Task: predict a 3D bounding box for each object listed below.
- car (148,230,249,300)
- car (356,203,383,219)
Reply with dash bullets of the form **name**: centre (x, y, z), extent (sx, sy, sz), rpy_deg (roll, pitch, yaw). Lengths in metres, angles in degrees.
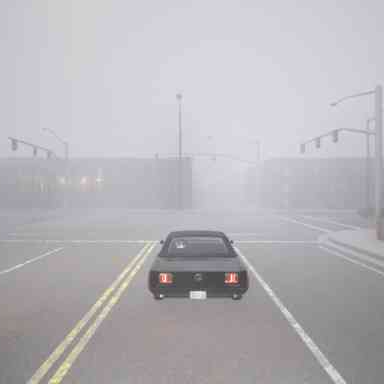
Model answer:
- **car**: centre (0.122, 1.601, 8.321), extent (1.895, 1.301, 4.718), rpy_deg (0, 0, 0)
- **car**: centre (16.895, 1.601, 28.735), extent (4.718, 1.301, 1.895), rpy_deg (0, 0, 0)
